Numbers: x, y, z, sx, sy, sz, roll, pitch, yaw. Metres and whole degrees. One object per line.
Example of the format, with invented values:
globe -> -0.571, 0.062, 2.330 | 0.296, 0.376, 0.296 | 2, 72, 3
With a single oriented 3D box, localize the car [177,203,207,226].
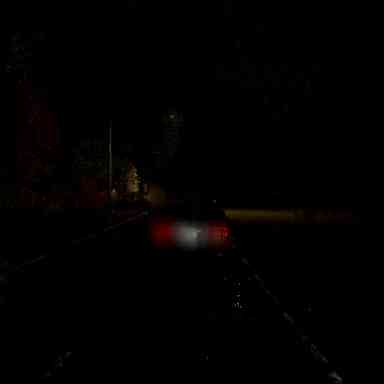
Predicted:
car -> 0.013, 1.619, 25.486 | 2.033, 1.411, 5.357 | 0, 0, 1

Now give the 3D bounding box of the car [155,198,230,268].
car -> 0.029, 1.255, 11.512 | 2.150, 2.045, 5.566 | 0, 0, 0

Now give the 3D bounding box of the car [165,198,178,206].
car -> -3.578, 1.728, 59.005 | 1.994, 1.385, 4.181 | 0, 0, 1
